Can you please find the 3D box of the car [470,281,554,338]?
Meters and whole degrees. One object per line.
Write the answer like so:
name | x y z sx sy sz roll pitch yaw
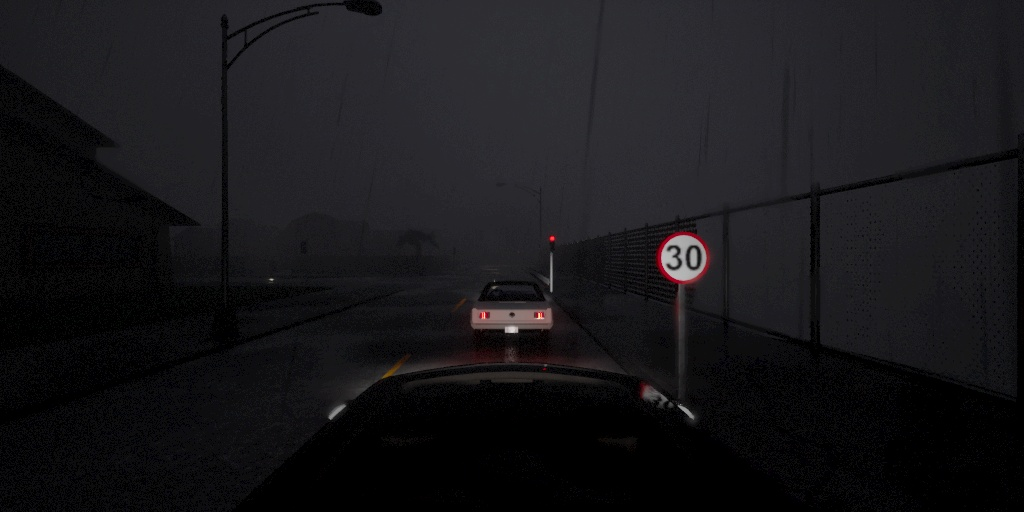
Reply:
car | -0.002 1.350 10.186 1.895 1.301 4.718 0 0 0

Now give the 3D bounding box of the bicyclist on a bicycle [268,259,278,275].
bicyclist on a bicycle | -24.322 1.097 36.495 0.582 1.620 1.656 0 0 0
